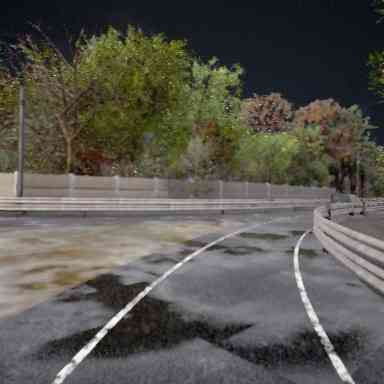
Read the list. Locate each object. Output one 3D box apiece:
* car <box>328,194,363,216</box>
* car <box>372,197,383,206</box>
[{"bbox_3d":[15.723,1.252,33.691,2.150,2.045,5.566,2,1,44],"label":"car"},{"bbox_3d":[25.495,1.501,43.911,2.097,1.767,4.553,2,1,44],"label":"car"}]
